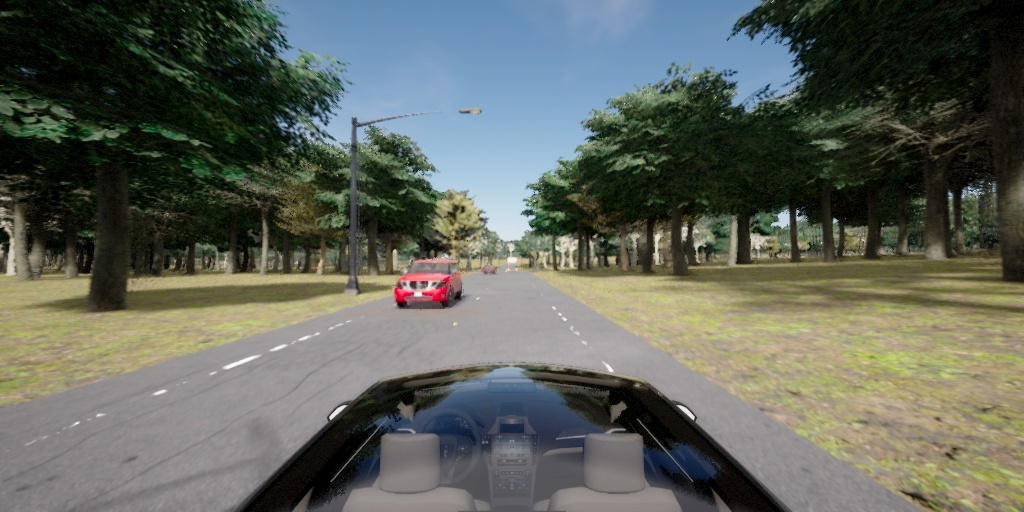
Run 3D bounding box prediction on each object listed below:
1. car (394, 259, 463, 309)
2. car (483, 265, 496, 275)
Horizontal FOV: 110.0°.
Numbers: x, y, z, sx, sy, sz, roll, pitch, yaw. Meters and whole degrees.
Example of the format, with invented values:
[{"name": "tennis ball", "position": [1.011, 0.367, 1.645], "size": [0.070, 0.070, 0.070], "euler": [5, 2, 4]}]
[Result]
[{"name": "car", "position": [-3.600, 1.163, 16.498], "size": [2.150, 2.045, 5.566], "euler": [0, -1, 0]}, {"name": "car", "position": [-3.542, 2.152, 56.876], "size": [1.882, 1.535, 5.008], "euler": [0, -1, 1]}]
